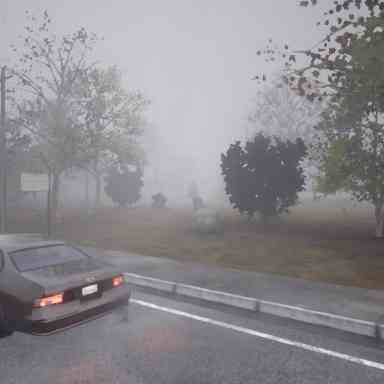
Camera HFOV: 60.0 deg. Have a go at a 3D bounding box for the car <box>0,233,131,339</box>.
[{"bbox_3d":[-3.614,1.547,6.558,5.357,1.411,2.033,0,0,35],"label":"car"}]
